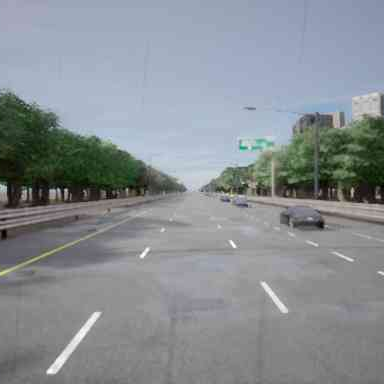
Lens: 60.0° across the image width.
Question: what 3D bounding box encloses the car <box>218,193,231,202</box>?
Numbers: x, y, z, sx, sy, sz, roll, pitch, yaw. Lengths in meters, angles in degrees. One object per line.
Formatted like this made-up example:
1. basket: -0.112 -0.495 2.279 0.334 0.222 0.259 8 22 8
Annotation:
1. car: 7.244 1.496 73.925 1.994 1.385 4.181 0 0 0

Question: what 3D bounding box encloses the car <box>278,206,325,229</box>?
1. car: 7.026 1.565 21.758 1.994 1.385 4.181 0 0 0

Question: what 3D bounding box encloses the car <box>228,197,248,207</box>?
1. car: 7.133 1.519 49.794 2.033 1.411 5.357 0 0 0
